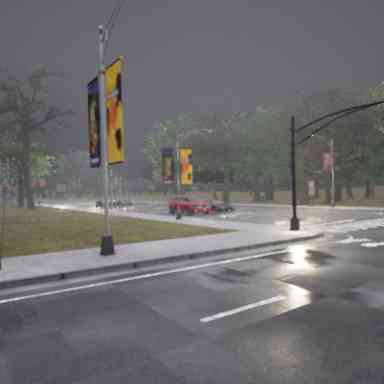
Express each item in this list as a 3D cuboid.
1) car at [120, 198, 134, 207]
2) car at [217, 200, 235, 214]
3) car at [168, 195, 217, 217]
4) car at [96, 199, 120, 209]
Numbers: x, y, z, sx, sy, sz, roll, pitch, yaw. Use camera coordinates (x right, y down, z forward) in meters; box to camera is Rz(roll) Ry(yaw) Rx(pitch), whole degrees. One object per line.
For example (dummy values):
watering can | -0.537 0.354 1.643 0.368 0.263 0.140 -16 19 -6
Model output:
car | -11.327 1.776 55.378 1.994 1.385 4.181 -2 1 -35
car | 2.264 1.540 35.823 2.033 1.411 5.357 -2 1 -35
car | -0.373 1.320 33.907 2.150 2.045 5.566 -2 1 -35
car | -13.980 1.811 53.505 2.128 1.511 4.902 -2 1 -35
